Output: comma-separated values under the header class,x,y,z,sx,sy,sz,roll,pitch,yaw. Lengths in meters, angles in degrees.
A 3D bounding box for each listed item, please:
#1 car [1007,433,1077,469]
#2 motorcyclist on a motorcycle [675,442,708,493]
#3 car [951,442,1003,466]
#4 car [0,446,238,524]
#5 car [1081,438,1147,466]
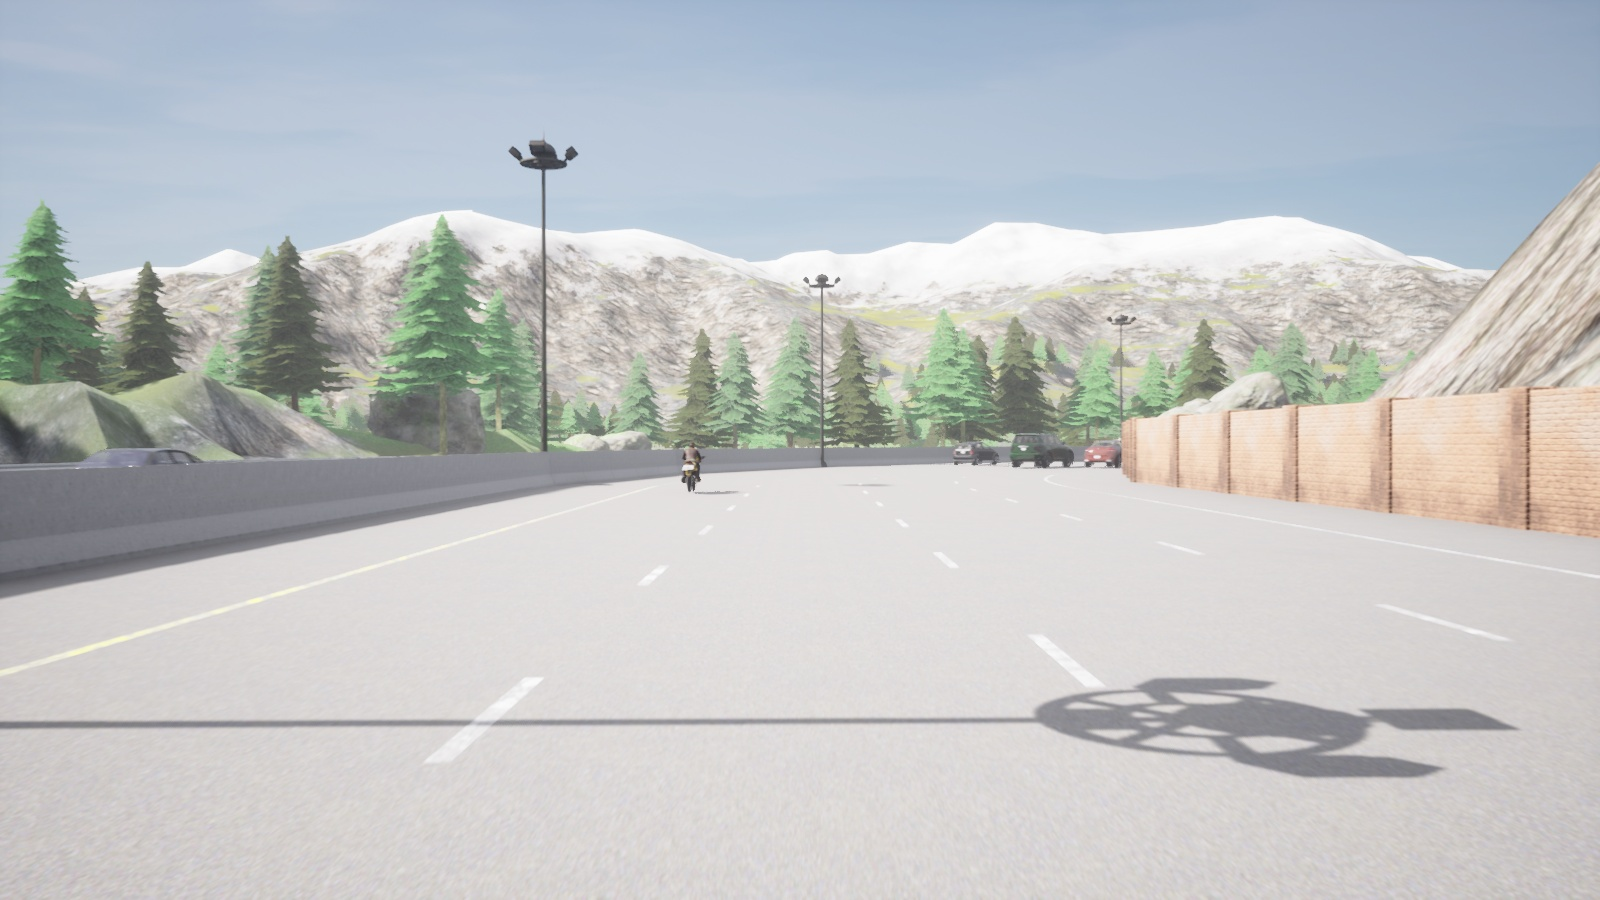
class,x,y,z,sx,sy,sz,roll,pitch,yaw
car,14.597,0.052,75.454,2.150,2.045,5.566,0,0,34
motorcyclist on a motorcycle,-3.271,0.512,38.006,0.797,1.523,2.044,0,0,0
car,11.793,0.265,83.367,1.789,1.549,3.705,0,0,38
car,-13.824,0.637,25.870,2.033,1.411,5.357,0,0,1
car,18.916,0.115,75.443,2.152,1.651,5.027,0,0,36
